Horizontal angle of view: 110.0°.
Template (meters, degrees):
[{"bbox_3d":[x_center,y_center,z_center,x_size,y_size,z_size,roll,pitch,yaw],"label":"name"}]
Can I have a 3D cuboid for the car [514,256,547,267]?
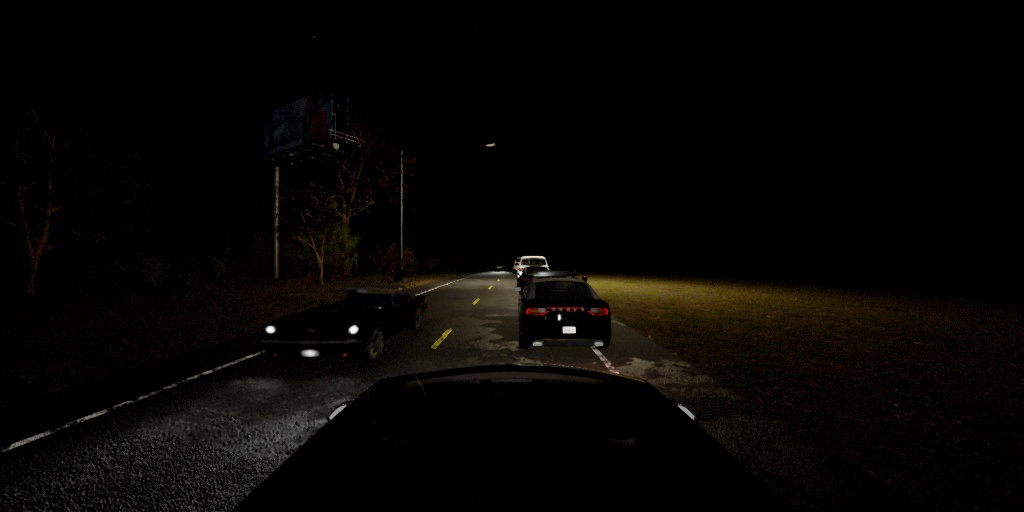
[{"bbox_3d":[1.446,1.043,25.151,2.150,2.045,5.566,0,0,2],"label":"car"}]

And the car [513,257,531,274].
[{"bbox_3d":[1.395,1.202,46.496,2.150,2.045,5.566,0,0,4],"label":"car"}]

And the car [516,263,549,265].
[{"bbox_3d":[1.277,1.296,19.142,1.837,1.490,4.892,0,0,1],"label":"car"}]

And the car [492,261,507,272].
[{"bbox_3d":[-1.734,1.525,52.581,2.128,1.511,4.902,0,-1,4],"label":"car"}]

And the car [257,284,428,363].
[{"bbox_3d":[-3.431,1.358,8.331,1.895,1.301,4.718,0,0,1],"label":"car"}]

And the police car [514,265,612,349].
[{"bbox_3d":[1.100,1.184,9.286,1.930,1.638,5.238,0,0,1],"label":"police car"}]
